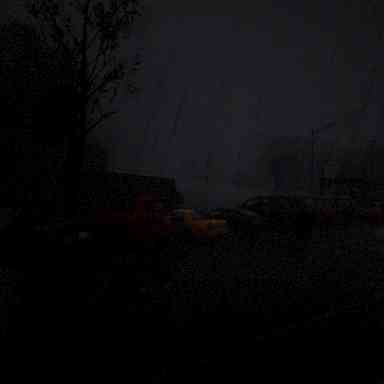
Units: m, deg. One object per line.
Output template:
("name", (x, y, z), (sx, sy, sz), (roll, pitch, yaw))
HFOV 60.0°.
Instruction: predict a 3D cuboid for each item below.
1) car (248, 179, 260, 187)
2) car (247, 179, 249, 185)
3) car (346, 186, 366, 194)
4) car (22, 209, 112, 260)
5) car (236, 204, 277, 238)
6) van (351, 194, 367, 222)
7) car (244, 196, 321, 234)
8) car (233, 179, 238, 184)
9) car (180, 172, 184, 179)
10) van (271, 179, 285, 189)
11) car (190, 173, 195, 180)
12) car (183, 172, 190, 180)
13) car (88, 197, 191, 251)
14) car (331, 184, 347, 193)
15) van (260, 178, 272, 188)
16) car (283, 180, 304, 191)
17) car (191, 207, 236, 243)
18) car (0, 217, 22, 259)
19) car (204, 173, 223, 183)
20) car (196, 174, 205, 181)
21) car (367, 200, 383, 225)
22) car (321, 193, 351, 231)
("car", (14.613, -1.812, 70.543), (1.946, 1.575, 5.366), (7, 3, 35))
("car", (12.782, -2.044, 72.865), (2.002, 1.452, 4.674), (7, 4, 35))
("car", (26.569, 0.136, 53.115), (2.002, 1.452, 4.674), (7, 3, 35))
("car", (-5.599, 1.523, 12.554), (4.792, 1.488, 2.163), (-1, -1, 35))
("car", (1.774, 1.548, 17.751), (4.674, 1.452, 2.002), (-1, -1, 35))
("van", (9.256, 1.296, 22.880), (4.442, 1.987, 1.878), (-1, -1, 35))
("car", (4.202, 1.262, 19.507), (5.566, 2.045, 2.435), (-1, -1, 35))
("car", (11.041, -2.317, 75.328), (2.002, 1.452, 4.674), (7, 3, 35))
("car", (-1.203, -4.362, 92.386), (2.435, 2.045, 5.566), (1, -1, 34))
("van", (17.914, -1.491, 65.339), (1.878, 1.987, 4.442), (7, 4, 35))
("car", (2.296, -3.851, 87.567), (2.185, 1.767, 4.553), (6, 3, 34))
("car", (0.568, -4.085, 90.038), (2.185, 1.767, 4.553), (4, 1, 33))
("car", (-3.154, 1.247, 14.298), (5.566, 2.045, 2.435), (-1, -1, 35))
("car", (24.880, -0.426, 55.588), (2.435, 2.045, 5.566), (7, 3, 35))
("van", (16.186, -1.764, 67.811), (1.878, 1.987, 4.442), (7, 4, 35))
("car", (19.673, -0.993, 62.976), (2.231, 1.521, 4.892), (7, 3, 35))
("car", (-0.833, 1.502, 16.124), (5.366, 1.575, 1.946), (-1, -1, 35))
("car", (-8.020, 1.493, 10.809), (4.892, 1.521, 2.231), (-1, -1, 35))
("car", (5.939, -3.176, 82.840), (1.946, 1.575, 5.366), (7, 3, 34))
("car", (4.089, -3.699, 85.100), (2.435, 2.045, 5.566), (7, 3, 34))
("car", (11.666, 1.403, 24.629), (4.553, 1.767, 2.185), (-1, -1, 35))
("car", (6.717, 1.266, 21.211), (5.566, 2.045, 2.435), (-1, -1, 35))
